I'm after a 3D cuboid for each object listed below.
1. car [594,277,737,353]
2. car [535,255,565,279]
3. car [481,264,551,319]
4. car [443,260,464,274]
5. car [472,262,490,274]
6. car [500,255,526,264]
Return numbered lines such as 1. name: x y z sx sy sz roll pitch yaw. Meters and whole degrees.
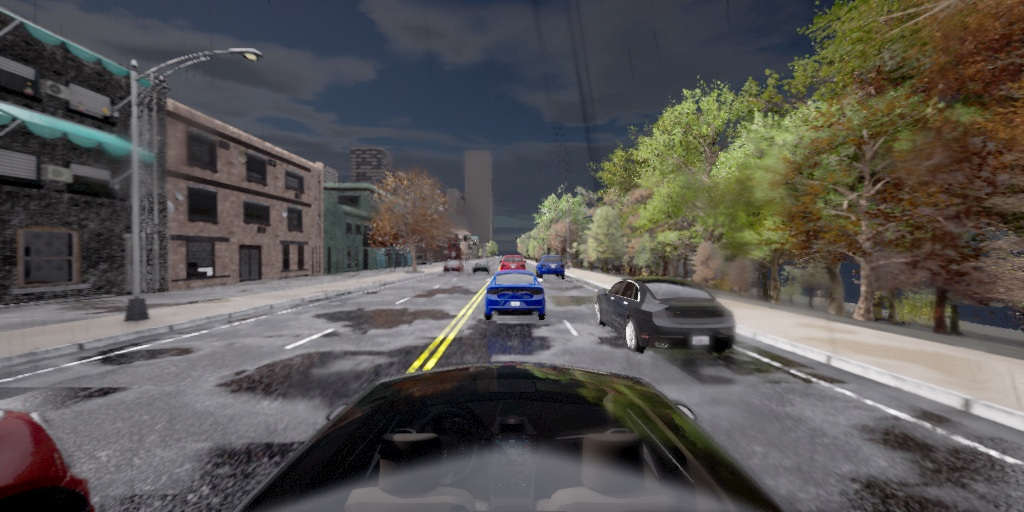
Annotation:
1. car: 3.348 1.253 8.773 1.837 1.490 4.892 0 0 0
2. car: 3.343 0.966 31.895 2.150 2.045 5.566 0 0 0
3. car: 0.097 1.226 12.801 1.882 1.535 5.008 0 0 0
4. car: -6.656 1.222 41.260 1.882 1.535 5.008 0 0 -1
5. car: -3.400 1.345 40.407 1.895 1.301 4.718 0 0 -1
6. car: 0.094 0.966 31.834 2.150 2.045 5.566 0 0 0
